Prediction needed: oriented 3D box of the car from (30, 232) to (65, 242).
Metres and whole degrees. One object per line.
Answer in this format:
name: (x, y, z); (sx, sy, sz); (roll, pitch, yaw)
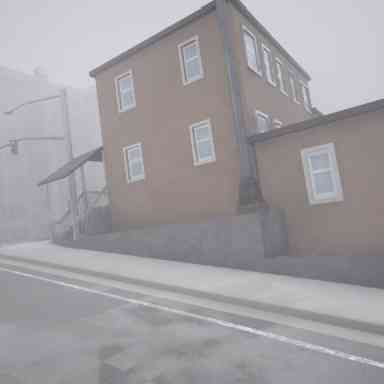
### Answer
car: (-11.715, 4.278, 29.078); (1.837, 1.490, 4.892); (-12, -11, 35)
